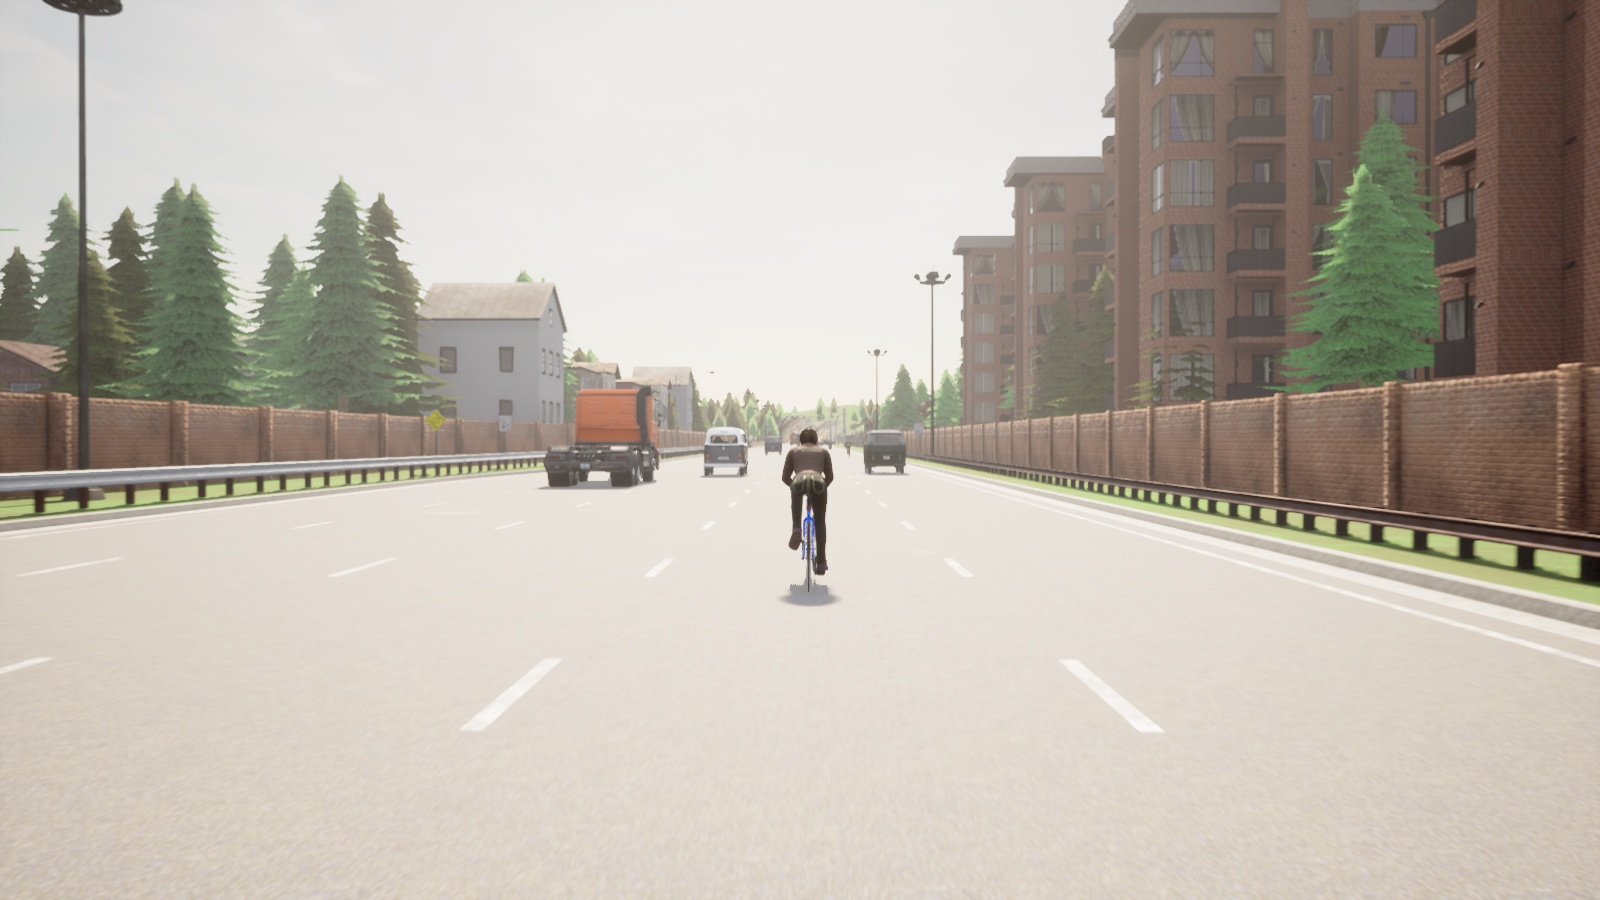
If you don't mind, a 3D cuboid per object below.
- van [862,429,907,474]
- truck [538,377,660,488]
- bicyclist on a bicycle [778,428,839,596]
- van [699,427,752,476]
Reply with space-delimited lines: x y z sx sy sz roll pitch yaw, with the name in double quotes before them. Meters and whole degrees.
"van" 3.842 0.047 57.753 1.775 1.987 4.442 0 0 0
"truck" -6.739 -0.582 43.351 2.891 3.462 7.936 0 0 0
"bicyclist on a bicycle" 0.089 0.597 12.938 0.582 1.620 1.656 0 0 0
"van" -3.178 0.039 54.422 2.069 2.038 4.480 0 0 0
